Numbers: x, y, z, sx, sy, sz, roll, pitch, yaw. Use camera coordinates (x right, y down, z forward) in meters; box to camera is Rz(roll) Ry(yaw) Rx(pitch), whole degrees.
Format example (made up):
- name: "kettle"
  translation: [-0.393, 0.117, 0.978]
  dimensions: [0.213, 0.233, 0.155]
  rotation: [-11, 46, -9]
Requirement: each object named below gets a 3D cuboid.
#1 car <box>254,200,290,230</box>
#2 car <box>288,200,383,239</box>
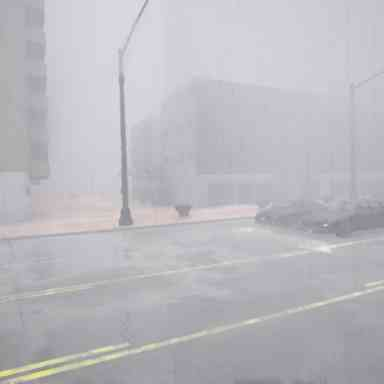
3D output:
- name: "car"
  translation: [5.389, 1.108, 17.713]
  dimensions: [4.181, 1.385, 1.994]
  rotation: [-3, 1, -26]
- name: "car"
  translation: [7.134, 1.073, 14.673]
  dimensions: [5.357, 1.411, 2.033]
  rotation: [-3, 1, -26]
